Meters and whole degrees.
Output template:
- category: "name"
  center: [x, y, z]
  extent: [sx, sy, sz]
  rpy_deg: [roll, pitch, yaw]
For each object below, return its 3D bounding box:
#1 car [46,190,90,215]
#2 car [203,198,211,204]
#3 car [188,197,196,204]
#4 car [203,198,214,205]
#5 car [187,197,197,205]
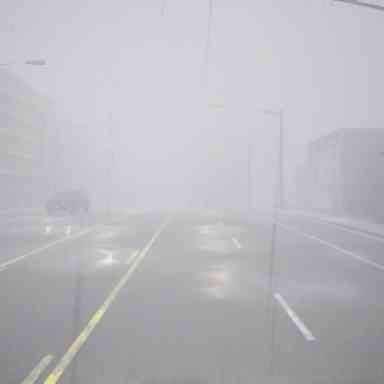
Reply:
- category: "car"
  center: [-10.533, 0.854, 28.752]
  extent: [2.150, 2.045, 5.566]
  rpy_deg: [0, 0, 1]
- category: "car"
  center: [3.503, 2.139, 78.340]
  extent: [1.895, 1.301, 4.718]
  rpy_deg: [0, -1, 0]
- category: "car"
  center: [0.003, 2.022, 78.312]
  extent: [1.882, 1.535, 5.008]
  rpy_deg: [0, -1, 0]
- category: "car"
  center: [3.503, 2.042, 68.983]
  extent: [2.033, 1.411, 5.357]
  rpy_deg: [0, -1, 0]
- category: "car"
  center: [0.003, 2.078, 69.595]
  extent: [1.994, 1.385, 4.181]
  rpy_deg: [0, -1, 0]
